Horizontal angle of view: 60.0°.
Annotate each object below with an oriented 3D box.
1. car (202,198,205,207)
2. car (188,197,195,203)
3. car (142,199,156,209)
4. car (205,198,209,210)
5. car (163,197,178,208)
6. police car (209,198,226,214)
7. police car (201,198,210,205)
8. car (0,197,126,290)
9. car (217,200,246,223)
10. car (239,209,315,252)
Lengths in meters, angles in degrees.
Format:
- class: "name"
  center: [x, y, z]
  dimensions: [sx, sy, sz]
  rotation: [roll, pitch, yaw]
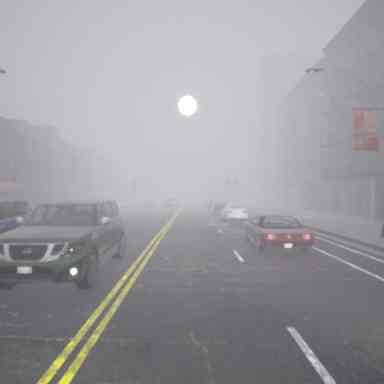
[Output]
- class: "car"
  center: [3.232, 1.930, 58.812]
  dimensions: [1.994, 1.385, 4.181]
  rotation: [0, -1, 0]
- class: "car"
  center: [-0.029, 2.439, 91.408]
  dimensions: [2.033, 1.411, 5.357]
  rotation: [0, -2, 0]
- class: "car"
  center: [-6.592, 1.805, 51.598]
  dimensions: [1.812, 1.442, 4.674]
  rotation: [0, 0, 0]
- class: "car"
  center: [3.235, 1.717, 47.811]
  dimensions: [1.882, 1.535, 5.008]
  rotation: [0, -1, 0]
- class: "car"
  center: [-3.339, 1.636, 52.052]
  dimensions: [2.097, 1.767, 4.553]
  rotation: [0, -1, 0]
- class: "police car"
  center: [3.238, 1.558, 36.922]
  dimensions: [1.930, 1.638, 5.238]
  rotation: [0, -1, 0]
- class: "police car"
  center: [3.225, 2.277, 80.818]
  dimensions: [2.038, 1.542, 4.974]
  rotation: [0, -1, 0]
- class: "car"
  center: [-3.352, 1.205, 9.423]
  dimensions: [2.150, 2.045, 5.566]
  rotation: [0, 0, 0]
- class: "car"
  center: [3.242, 1.552, 25.811]
  dimensions: [1.812, 1.442, 4.674]
  rotation: [0, 0, 0]
- class: "car"
  center: [3.353, 1.579, 13.779]
  dimensions: [1.895, 1.301, 4.718]
  rotation: [0, 0, 0]
